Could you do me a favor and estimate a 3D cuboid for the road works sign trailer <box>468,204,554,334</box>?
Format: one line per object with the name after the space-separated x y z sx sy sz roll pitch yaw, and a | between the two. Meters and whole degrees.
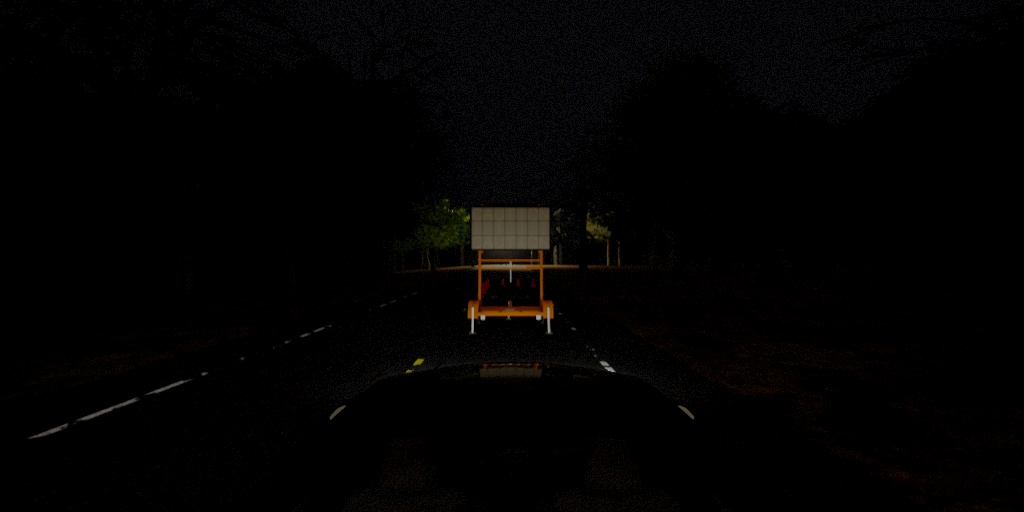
-0.040 0.245 10.739 2.380 3.560 2.880 0 0 0 | road works sign trailer
